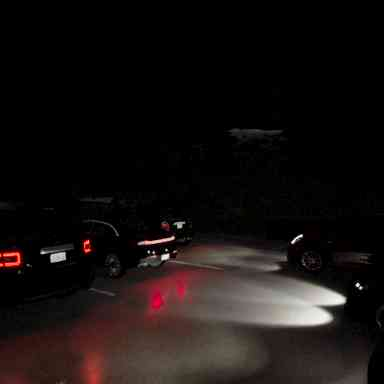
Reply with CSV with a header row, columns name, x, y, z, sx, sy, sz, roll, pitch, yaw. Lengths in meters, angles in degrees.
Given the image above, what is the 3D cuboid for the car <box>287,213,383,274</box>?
name,x,y,z,sx,sy,sz,roll,pitch,yaw
car,4.981,1.352,9.040,4.553,1.767,2.097,0,0,36

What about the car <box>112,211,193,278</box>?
name,x,y,z,sx,sy,sz,roll,pitch,yaw
car,-2.666,1.491,10.154,4.902,1.511,2.128,0,0,36

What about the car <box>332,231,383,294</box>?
name,x,y,z,sx,sy,sz,roll,pitch,yaw
car,4.607,1.564,4.996,4.181,1.385,1.994,0,0,36

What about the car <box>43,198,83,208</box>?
name,x,y,z,sx,sy,sz,roll,pitch,yaw
car,-17.769,1.492,45.976,1.895,1.301,4.718,0,0,43

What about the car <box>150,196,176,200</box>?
name,x,y,z,sx,sy,sz,roll,pitch,yaw
car,-5.818,1.383,56.730,5.008,1.535,1.882,0,0,-36

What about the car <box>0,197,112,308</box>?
name,x,y,z,sx,sy,sz,roll,pitch,yaw
car,-4.551,1.221,7.228,5.566,2.045,2.150,0,0,33

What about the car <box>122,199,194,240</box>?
name,x,y,z,sx,sy,sz,roll,pitch,yaw
car,-2.206,1.351,14.123,4.553,1.767,2.097,0,0,35

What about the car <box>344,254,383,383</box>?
name,x,y,z,sx,sy,sz,roll,pitch,yaw
car,3.554,1.474,1.452,5.008,1.535,1.882,0,0,35
